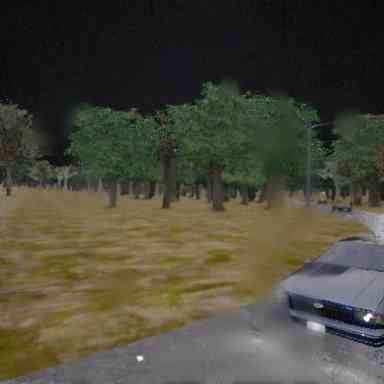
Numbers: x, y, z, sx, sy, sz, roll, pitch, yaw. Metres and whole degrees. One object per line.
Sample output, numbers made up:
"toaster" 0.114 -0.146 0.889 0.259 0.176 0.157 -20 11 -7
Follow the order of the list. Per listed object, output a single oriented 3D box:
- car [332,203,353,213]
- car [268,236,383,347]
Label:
"car" 20.190 2.142 44.803 1.895 1.301 4.718 1 0 14
"car" 3.754 1.666 6.854 5.357 1.411 2.033 1 -1 -45
